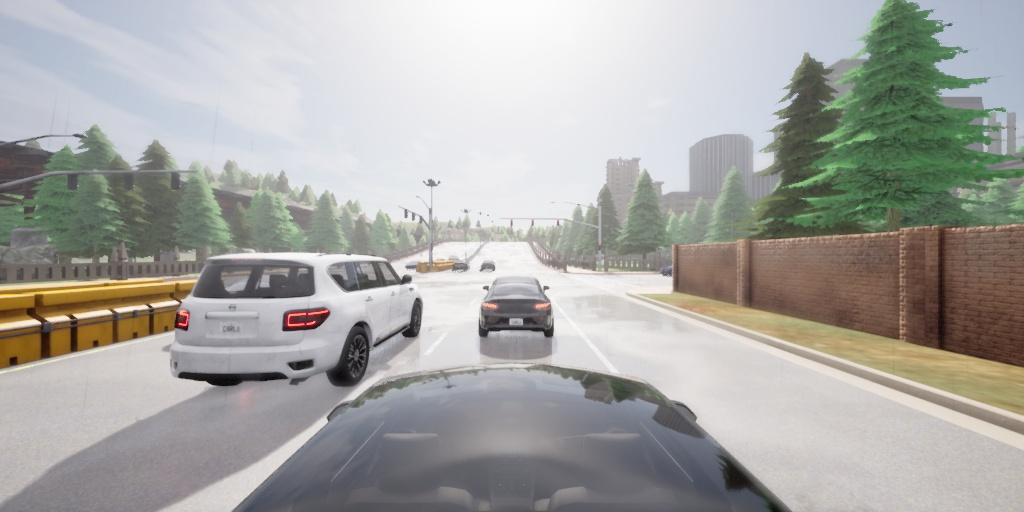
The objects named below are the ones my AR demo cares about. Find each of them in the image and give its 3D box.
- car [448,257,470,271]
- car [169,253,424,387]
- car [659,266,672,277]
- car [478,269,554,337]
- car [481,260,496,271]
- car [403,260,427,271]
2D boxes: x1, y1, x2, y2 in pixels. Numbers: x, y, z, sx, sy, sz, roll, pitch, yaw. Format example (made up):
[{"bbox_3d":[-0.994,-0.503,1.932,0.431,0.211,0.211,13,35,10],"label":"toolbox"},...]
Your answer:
[{"bbox_3d":[-6.673,1.237,47.495,2.128,1.511,4.902,0,0,0],"label":"car"},{"bbox_3d":[-3.416,0.971,7.091,2.150,2.045,5.566,0,0,1],"label":"car"},{"bbox_3d":[17.054,1.273,35.442,4.674,1.442,1.812,0,0,0],"label":"car"},{"bbox_3d":[0.116,1.275,10.146,1.812,1.442,4.674,0,0,1],"label":"car"},{"bbox_3d":[-3.180,1.271,48.534,1.812,1.442,4.674,0,0,0],"label":"car"},{"bbox_3d":[-13.846,1.293,51.660,2.033,1.411,5.357,0,0,0],"label":"car"}]
